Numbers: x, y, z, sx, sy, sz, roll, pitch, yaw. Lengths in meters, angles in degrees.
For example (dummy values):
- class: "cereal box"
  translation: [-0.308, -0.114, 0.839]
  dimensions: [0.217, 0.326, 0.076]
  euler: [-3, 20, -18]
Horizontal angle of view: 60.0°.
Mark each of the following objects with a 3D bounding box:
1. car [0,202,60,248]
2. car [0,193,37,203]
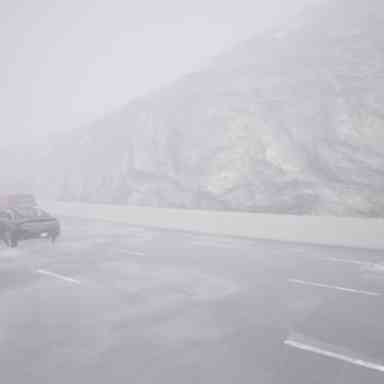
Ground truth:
- class: "car"
  translation: [-7.620, 1.429, 14.539]
  dimensions: [4.902, 1.511, 2.128]
  euler: [0, 0, 40]
- class: "car"
  translation: [-13.131, 1.114, 24.149]
  dimensions: [5.566, 2.045, 2.150]
  euler: [1, 0, 44]
